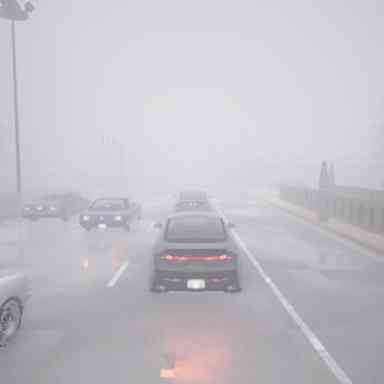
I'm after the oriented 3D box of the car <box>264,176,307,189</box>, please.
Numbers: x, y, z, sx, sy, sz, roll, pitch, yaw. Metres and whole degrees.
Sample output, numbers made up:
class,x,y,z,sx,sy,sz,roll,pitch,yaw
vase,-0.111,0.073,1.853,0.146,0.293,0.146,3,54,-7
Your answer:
class,x,y,z,sx,sy,sz,roll,pitch,yaw
car,11.908,-1.264,42.500,4.902,1.511,2.128,0,4,3

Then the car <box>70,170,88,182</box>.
class,x,y,z,sx,sy,sz,roll,pitch,yaw
car,-21.304,-3.071,63.255,2.150,2.045,5.566,0,4,0

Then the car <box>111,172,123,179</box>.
class,x,y,z,sx,sy,sz,roll,pitch,yaw
car,-17.867,-3.930,78.950,1.812,1.442,4.674,0,4,0

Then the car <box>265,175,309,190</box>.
class,x,y,z,sx,sy,sz,roll,pitch,yaw
car,11.150,-1.141,38.952,4.553,1.767,2.097,0,4,1

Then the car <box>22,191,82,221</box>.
class,x,y,z,sx,sy,sz,roll,pitch,yaw
car,-6.971,0.626,17.678,2.033,1.411,5.357,0,4,0

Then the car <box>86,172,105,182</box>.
class,x,y,z,sx,sy,sz,roll,pitch,yaw
car,-17.807,-2.756,63.429,2.033,1.411,5.357,0,4,0

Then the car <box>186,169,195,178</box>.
class,x,y,z,sx,sy,sz,roll,pitch,yaw
car,-0.406,-4.851,87.110,2.150,2.045,5.566,0,4,0

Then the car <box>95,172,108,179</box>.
class,x,y,z,sx,sy,sz,roll,pitch,yaw
car,-21.366,-3.966,78.824,1.882,1.535,5.008,0,4,0

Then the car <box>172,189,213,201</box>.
class,x,y,z,sx,sy,sz,roll,pitch,yaw
car,0.033,0.598,17.516,1.837,1.490,4.892,0,4,-1

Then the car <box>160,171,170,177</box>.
class,x,y,z,sx,sy,sz,roll,pitch,yaw
car,-7.412,-4.628,88.316,1.812,1.442,4.674,0,4,0

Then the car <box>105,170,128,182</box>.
class,x,y,z,sx,sy,sz,roll,pitch,yaw
car,-14.314,-3.088,63.488,2.150,2.045,5.566,0,4,0

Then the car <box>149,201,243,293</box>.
class,x,y,z,sx,sy,sz,roll,pitch,yaw
car,0.069,1.225,8.145,1.837,1.490,4.892,0,3,0

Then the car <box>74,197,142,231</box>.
class,x,y,z,sx,sy,sz,roll,pitch,yaw
car,-3.458,0.872,15.049,1.895,1.301,4.718,0,4,0

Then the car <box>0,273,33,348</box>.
class,x,y,z,sx,sy,sz,roll,pitch,yaw
car,-3.413,1.528,3.062,1.895,1.301,4.718,0,2,0

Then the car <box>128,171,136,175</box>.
class,x,y,z,sx,sy,sz,roll,pitch,yaw
car,-14.368,-4.115,79.160,2.097,1.767,4.553,0,4,0

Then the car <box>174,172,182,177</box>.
class,x,y,z,sx,sy,sz,roll,pitch,yaw
car,-3.912,-4.630,88.333,1.812,1.442,4.674,0,4,0
